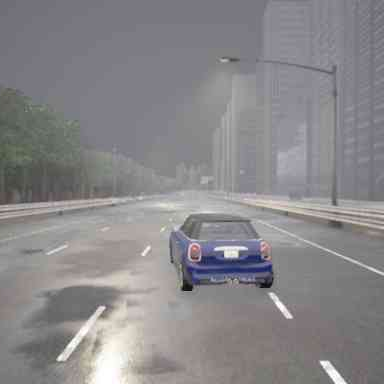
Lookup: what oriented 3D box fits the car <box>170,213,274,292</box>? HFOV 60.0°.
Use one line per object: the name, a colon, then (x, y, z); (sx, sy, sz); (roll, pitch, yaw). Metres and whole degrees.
car: (0.557, 1.358, 9.216); (2.097, 1.767, 4.553); (0, 0, -8)
